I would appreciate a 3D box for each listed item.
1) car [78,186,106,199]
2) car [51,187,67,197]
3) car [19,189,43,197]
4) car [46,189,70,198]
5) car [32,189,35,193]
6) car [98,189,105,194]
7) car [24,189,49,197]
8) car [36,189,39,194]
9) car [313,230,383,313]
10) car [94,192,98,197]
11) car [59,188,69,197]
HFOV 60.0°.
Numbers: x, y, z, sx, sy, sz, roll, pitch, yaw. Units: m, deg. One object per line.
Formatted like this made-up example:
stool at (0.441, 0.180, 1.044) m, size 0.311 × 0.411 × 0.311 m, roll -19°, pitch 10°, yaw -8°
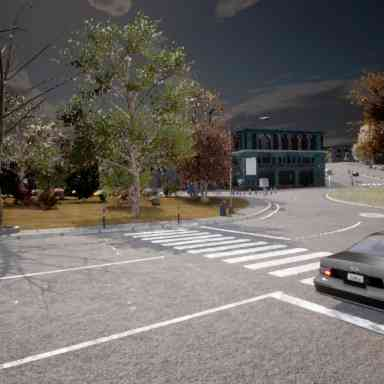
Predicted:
car at (-19.069, 0.054, 63.734) m, size 2.435 × 2.045 × 5.566 m, roll -2°, pitch 2°, yaw 17°
car at (-26.155, 0.062, 69.107) m, size 2.435 × 2.045 × 5.566 m, roll 0°, pitch 2°, yaw 18°
car at (-37.783, 0.151, 78.382) m, size 2.097 × 1.535 × 5.008 m, roll 0°, pitch 3°, yaw 19°
car at (-28.497, 0.294, 70.970) m, size 2.231 × 1.521 × 4.892 m, roll -1°, pitch 2°, yaw 18°
car at (-33.171, 0.103, 74.628) m, size 2.185 × 1.767 × 4.553 m, roll 0°, pitch 2°, yaw 18°
car at (-14.324, 0.125, 60.106) m, size 2.185 × 1.767 × 4.553 m, roll -2°, pitch 1°, yaw 17°
car at (-35.534, 0.195, 76.337) m, size 1.946 × 1.575 × 5.366 m, roll 0°, pitch 3°, yaw 19°
car at (-30.823, 0.263, 72.817) m, size 2.097 × 1.535 × 5.008 m, roll 0°, pitch 2°, yaw 18°
car at (4.895, 1.521, 7.194) m, size 5.357 × 1.411 × 2.033 m, roll 0°, pitch 0°, yaw -35°
car at (-16.734, 0.287, 61.737) m, size 1.946 × 1.575 × 5.366 m, roll -1°, pitch 2°, yaw 17°
car at (-23.796, 0.352, 67.297) m, size 2.163 × 1.488 × 4.792 m, roll -1°, pitch 2°, yaw 17°
